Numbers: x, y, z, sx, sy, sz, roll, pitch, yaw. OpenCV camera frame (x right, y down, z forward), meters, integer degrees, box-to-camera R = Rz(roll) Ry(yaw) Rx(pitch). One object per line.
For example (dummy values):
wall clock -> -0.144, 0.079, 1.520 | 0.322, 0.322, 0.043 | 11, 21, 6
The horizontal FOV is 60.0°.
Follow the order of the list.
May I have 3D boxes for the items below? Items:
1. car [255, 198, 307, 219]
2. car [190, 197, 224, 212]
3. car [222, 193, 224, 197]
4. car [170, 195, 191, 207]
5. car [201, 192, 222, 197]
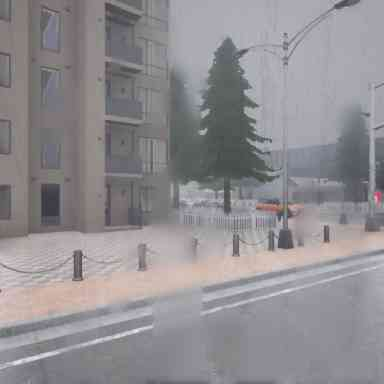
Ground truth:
car -> 7.872, 1.367, 29.600 | 2.097, 1.767, 4.553 | 0, 0, -37
car -> 1.828, 1.579, 37.589 | 1.994, 1.385, 4.181 | 0, 0, -37
car -> 7.475, 1.092, 94.733 | 1.905, 1.878, 3.866 | 0, 0, -37
car -> -2.979, 1.563, 50.024 | 2.033, 1.411, 5.357 | 0, 0, -37
car -> 5.388, 1.113, 92.669 | 1.932, 1.855, 4.605 | 0, 0, -37
